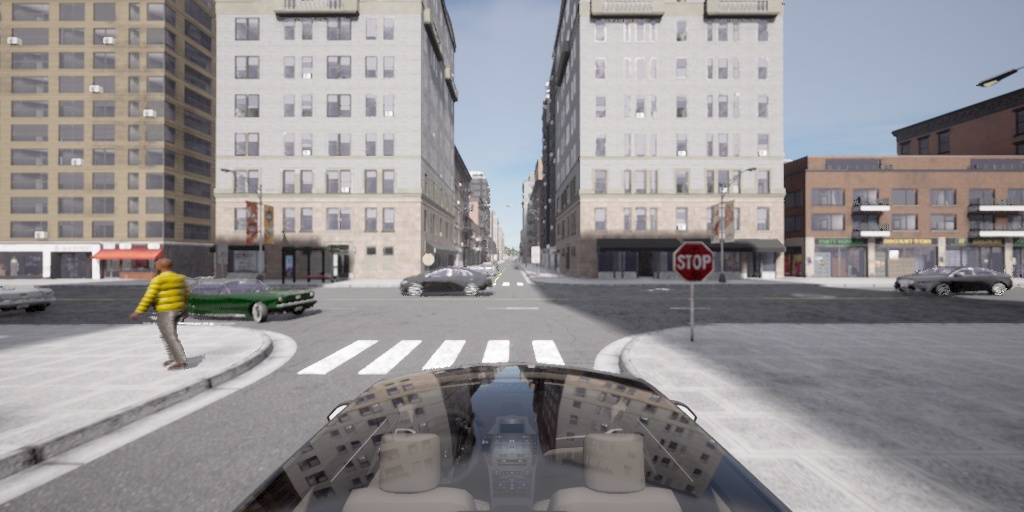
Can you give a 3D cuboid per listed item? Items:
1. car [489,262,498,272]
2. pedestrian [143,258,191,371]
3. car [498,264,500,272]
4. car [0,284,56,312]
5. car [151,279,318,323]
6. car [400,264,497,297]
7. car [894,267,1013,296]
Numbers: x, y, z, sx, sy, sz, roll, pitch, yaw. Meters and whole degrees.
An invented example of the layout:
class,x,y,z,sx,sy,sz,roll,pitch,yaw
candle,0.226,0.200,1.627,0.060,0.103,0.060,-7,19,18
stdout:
class,x,y,z,sx,sy,sz,roll,pitch,yaw
car,-2.925,1.553,42.806,1.812,1.442,4.674,0,-1,0
pedestrian,-5.576,0.918,5.829,0.375,1.860,0.375,0,0,0
car,-2.882,1.620,55.256,1.837,1.490,4.892,0,-1,0
car,-19.270,1.454,12.532,4.718,1.301,1.895,0,0,0
car,-9.224,1.435,12.119,4.718,1.301,1.895,0,0,7
car,-3.461,1.355,19.211,4.902,1.511,2.128,0,0,0
car,23.437,1.317,19.163,4.902,1.511,2.128,0,0,0
